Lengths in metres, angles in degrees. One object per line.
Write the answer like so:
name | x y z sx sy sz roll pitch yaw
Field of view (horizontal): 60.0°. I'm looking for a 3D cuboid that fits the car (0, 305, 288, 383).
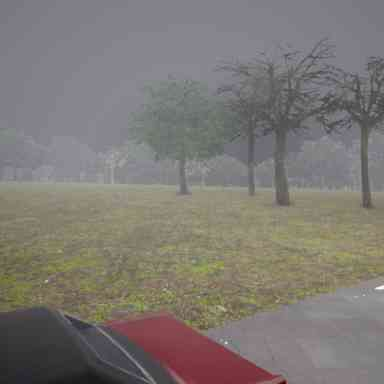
car | -1.665 1.601 1.885 4.718 1.301 1.895 0 0 -35
